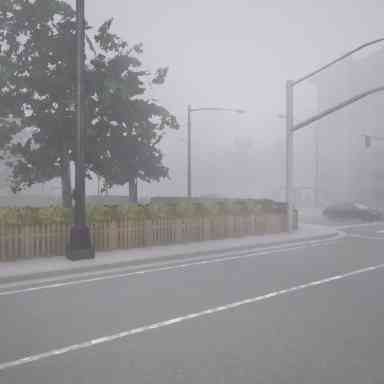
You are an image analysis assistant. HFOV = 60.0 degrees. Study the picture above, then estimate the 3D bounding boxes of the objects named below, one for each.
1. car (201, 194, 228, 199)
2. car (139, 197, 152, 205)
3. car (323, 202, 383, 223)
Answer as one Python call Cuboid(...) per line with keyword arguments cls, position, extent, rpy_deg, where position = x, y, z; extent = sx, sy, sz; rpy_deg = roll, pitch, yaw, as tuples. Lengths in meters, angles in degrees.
Cuboid(cls="car", position=(3.010, 1.221, 39.464), extent=(2.150, 2.045, 5.566), rpy_deg=(0, 0, -35))
Cuboid(cls="car", position=(-6.958, 1.478, 54.146), extent=(1.882, 1.535, 5.008), rpy_deg=(0, 0, -34))
Cuboid(cls="car", position=(12.484, 1.526, 25.798), extent=(1.812, 1.442, 4.674), rpy_deg=(0, 0, -35))
